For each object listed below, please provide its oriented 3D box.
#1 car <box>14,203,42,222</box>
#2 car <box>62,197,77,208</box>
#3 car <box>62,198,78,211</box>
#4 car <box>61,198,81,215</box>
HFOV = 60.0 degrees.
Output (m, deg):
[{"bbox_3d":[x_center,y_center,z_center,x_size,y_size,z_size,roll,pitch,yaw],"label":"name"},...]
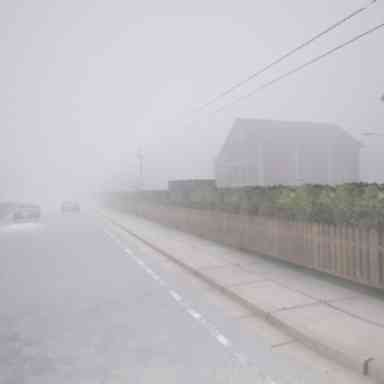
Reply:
[{"bbox_3d":[-14.525,1.715,29.587,2.128,1.511,4.902,-2,0,-20],"label":"car"},{"bbox_3d":[-19.782,1.707,53.771,2.128,1.511,4.902,-2,0,-21],"label":"car"},{"bbox_3d":[-17.006,1.662,46.385,1.882,1.535,5.008,-2,0,-21],"label":"car"},{"bbox_3d":[-13.312,1.633,36.685,2.128,1.511,4.902,-2,0,-20],"label":"car"}]
